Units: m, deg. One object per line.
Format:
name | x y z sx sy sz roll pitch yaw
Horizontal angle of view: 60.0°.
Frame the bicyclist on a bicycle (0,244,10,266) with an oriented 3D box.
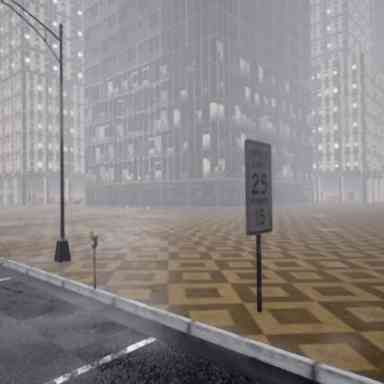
bicyclist on a bicycle | -6.086 1.427 9.468 0.582 1.620 1.656 0 2 41
